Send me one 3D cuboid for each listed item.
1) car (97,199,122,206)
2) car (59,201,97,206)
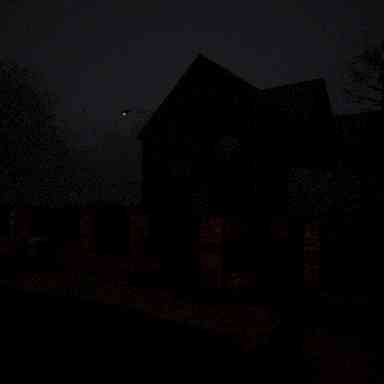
[{"bbox_3d":[-10.037,1.603,37.406,1.837,1.490,4.892,0,0,35],"label":"car"},{"bbox_3d":[-11.331,1.673,29.957,1.895,1.301,4.718,0,0,35],"label":"car"}]
